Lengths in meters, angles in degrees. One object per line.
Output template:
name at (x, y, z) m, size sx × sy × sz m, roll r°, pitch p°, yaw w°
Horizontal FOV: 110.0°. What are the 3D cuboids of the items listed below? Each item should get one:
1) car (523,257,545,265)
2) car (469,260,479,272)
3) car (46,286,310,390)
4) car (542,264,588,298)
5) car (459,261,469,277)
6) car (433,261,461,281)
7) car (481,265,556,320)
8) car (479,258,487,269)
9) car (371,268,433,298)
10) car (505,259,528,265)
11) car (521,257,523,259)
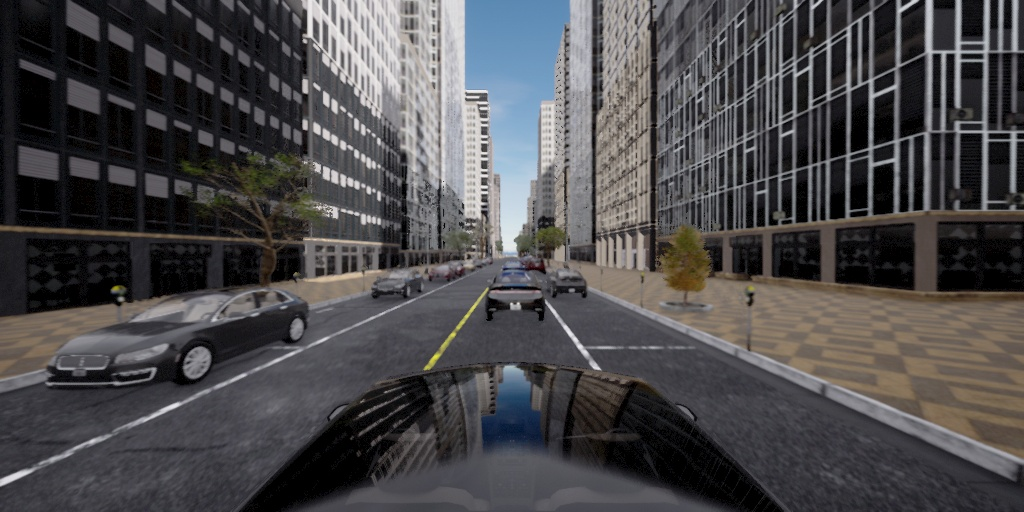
car at (2.703, 1.083, 41.002) m, size 2.192 × 1.841 × 5.009 m, roll 0°, pitch 0°, yaw 0°
car at (-5.675, 1.296, 46.519) m, size 1.751 × 1.417 × 4.829 m, roll 0°, pitch 0°, yaw 0°
car at (-5.690, 1.303, 6.903) m, size 2.007 × 1.370 × 4.403 m, roll 0°, pitch 0°, yaw 0°
car at (2.696, 1.309, 18.267) m, size 2.007 × 1.370 × 4.403 m, roll 0°, pitch 0°, yaw 0°
car at (-5.679, 1.206, 35.321) m, size 1.967 × 1.591 × 4.097 m, roll 0°, pitch 0°, yaw 0°
car at (-5.681, 1.345, 29.638) m, size 1.802 × 1.307 × 4.207 m, roll 0°, pitch 0°, yaw 0°
car at (0.105, 1.247, 12.640) m, size 2.128 × 1.511 × 4.902 m, roll 0°, pitch 0°, yaw 0°
car at (-5.671, 1.341, 58.056) m, size 1.948 × 1.339 × 4.313 m, roll 0°, pitch 0°, yaw 0°
car at (-5.685, 1.309, 18.270) m, size 2.007 × 1.370 × 4.403 m, roll 0°, pitch 0°, yaw 0°
car at (0.113, 1.241, 30.601) m, size 1.882 × 1.535 × 5.008 m, roll 0°, pitch 0°, yaw 0°
car at (2.706, 1.085, 46.687) m, size 2.192 × 1.841 × 5.009 m, roll 0°, pitch 0°, yaw 0°
